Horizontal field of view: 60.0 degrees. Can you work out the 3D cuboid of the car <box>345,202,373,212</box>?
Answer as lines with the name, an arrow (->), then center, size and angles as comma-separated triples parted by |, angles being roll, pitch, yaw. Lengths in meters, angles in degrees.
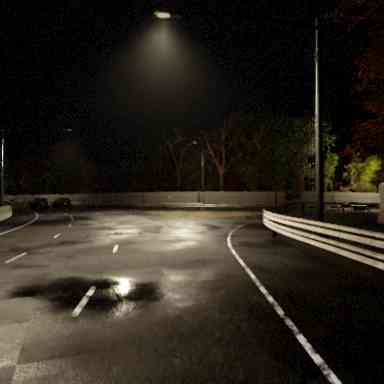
car -> 25.954, 2.269, 51.871 | 4.892, 1.490, 1.837 | 1, -2, -26

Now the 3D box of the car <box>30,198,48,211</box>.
car -> -26.385, 2.116, 57.332 | 2.150, 2.045, 5.566 | 1, -1, -35

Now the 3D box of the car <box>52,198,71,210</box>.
car -> -22.894, 2.130, 58.435 | 2.150, 2.045, 5.566 | 1, -1, -35
